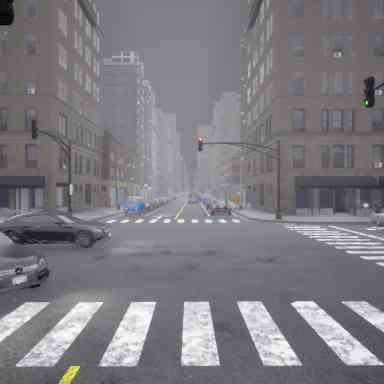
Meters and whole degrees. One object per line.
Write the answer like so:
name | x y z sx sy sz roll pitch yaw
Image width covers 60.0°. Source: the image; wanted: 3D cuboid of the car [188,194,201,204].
car | 0.255 1.566 62.890 1.994 1.385 4.181 0 0 0

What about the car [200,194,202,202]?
car | 2.918 1.527 61.835 1.752 1.417 4.829 0 0 0

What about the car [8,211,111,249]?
car | -5.765 1.519 13.845 4.674 1.442 1.812 0 0 0

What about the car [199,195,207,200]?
car | 3.033 1.558 90.012 1.947 1.339 4.313 0 0 0

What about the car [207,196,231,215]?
car | 2.801 1.442 33.319 1.967 1.590 4.097 0 0 0

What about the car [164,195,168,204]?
car | -5.632 1.569 56.025 1.947 1.339 4.313 0 0 0

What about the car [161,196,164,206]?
car | -5.655 1.585 50.357 1.802 1.307 4.206 0 0 0

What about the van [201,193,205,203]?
van | 2.893 1.344 55.996 1.690 1.788 3.998 0 0 0

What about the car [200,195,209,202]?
car | 2.987 1.437 78.673 1.967 1.590 4.097 0 0 0

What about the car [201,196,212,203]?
car | 2.940 1.552 67.335 2.008 1.369 4.403 0 0 0

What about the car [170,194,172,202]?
car | -5.585 1.567 67.362 1.947 1.339 4.313 0 0 0

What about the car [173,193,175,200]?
car | -5.539 1.522 78.528 1.752 1.417 4.829 0 0 0

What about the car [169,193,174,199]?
car | -5.562 1.544 73.029 1.887 1.381 4.507 0 0 0

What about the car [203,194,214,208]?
car | 2.847 1.443 44.657 1.967 1.590 4.097 0 0 0

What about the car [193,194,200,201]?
car | 1.151 1.448 89.512 1.801 1.575 5.366 0 0 0

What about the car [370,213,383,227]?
car | 13.747 1.615 20.656 4.718 1.301 1.895 0 0 0

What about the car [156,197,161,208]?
car | -5.678 1.569 44.689 1.947 1.339 4.313 0 0 0

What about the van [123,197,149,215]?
van | -5.725 1.343 33.352 1.690 1.788 3.998 0 0 0

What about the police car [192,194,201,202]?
police car | 1.119 1.422 79.417 1.930 1.638 5.238 0 0 -1

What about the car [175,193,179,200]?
car | -5.492 1.307 90.035 2.192 1.841 5.009 0 0 0

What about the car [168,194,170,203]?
car | -5.609 1.528 61.523 1.752 1.417 4.829 0 0 0

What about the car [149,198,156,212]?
car | -5.702 1.443 39.020 1.967 1.590 4.097 0 0 0

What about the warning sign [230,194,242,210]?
warning sign | 5.226 1.118 39.304 1.300 1.860 1.060 0 0 0

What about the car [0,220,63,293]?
car | -5.419 1.525 8.035 4.674 1.442 1.812 0 -1 34

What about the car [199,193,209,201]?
car | 3.010 1.310 84.342 2.192 1.841 5.009 0 0 0

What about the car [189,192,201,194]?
car | 0.296 1.039 72.923 2.150 2.045 5.566 0 0 0
